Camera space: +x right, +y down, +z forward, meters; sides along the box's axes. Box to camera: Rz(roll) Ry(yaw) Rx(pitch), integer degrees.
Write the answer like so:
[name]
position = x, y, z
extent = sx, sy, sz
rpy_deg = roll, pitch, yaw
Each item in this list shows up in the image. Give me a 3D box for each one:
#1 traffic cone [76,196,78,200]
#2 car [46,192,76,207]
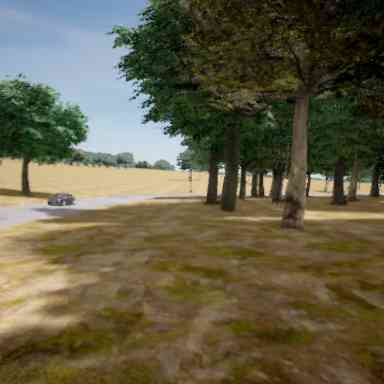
[traffic cone]
position = -17.118, 0.951, 49.599
extent = 0.340, 0.580, 0.340
rpy_deg = 4, 1, 2
[car]
position = -15.243, 0.836, 39.032
extent = 1.837, 1.490, 4.892
rpy_deg = 4, 1, 2
